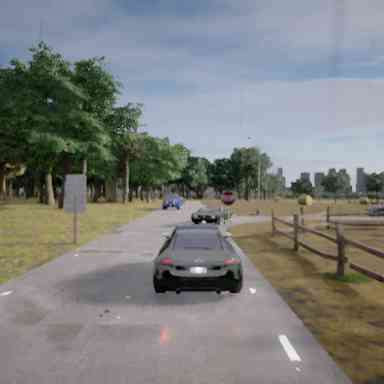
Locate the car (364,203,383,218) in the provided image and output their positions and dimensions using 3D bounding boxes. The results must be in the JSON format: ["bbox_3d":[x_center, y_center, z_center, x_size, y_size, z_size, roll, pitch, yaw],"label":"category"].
[{"bbox_3d":[18.481,1.601,30.649,4.892,1.490,1.837,0,-2,0],"label":"car"}]

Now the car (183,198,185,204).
[{"bbox_3d":[-2.628,1.716,57.318,2.033,1.411,5.357,0,0,1],"label":"car"}]

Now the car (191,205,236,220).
[{"bbox_3d":[1.678,1.595,23.560,1.895,1.301,4.718,0,1,23],"label":"car"}]

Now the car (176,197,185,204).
[{"bbox_3d":[-2.507,1.806,72.694,1.812,1.442,4.674,0,0,0],"label":"car"}]

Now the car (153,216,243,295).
[{"bbox_3d":[0.132,1.566,8.793,1.994,1.385,4.181,0,0,0],"label":"car"}]

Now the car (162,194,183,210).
[{"bbox_3d":[-2.694,1.309,44.721,2.150,2.045,5.566,0,0,0],"label":"car"}]
